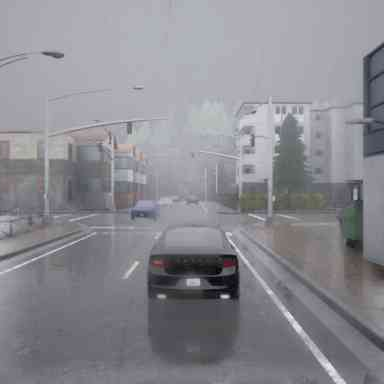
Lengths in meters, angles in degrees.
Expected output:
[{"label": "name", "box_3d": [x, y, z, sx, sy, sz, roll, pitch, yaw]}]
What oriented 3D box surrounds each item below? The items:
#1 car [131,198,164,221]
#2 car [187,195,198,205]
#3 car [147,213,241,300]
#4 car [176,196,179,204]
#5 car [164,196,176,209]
[{"label": "car", "box_3d": [-3.585, 1.373, 26.419, 1.882, 1.535, 5.008, 1, 0, 0]}, {"label": "car", "box_3d": [0.096, 1.352, 60.280, 2.097, 1.767, 4.553, 0, 0, 0]}, {"label": "car", "box_3d": [0.049, 1.478, 8.475, 1.882, 1.535, 5.008, 0, 0, 1]}, {"label": "car", "box_3d": [-3.515, 1.477, 66.417, 1.882, 1.535, 5.008, 0, 0, 0]}, {"label": "car", "box_3d": [-3.600, 1.525, 45.586, 1.812, 1.442, 4.674, 0, 0, 0]}]
